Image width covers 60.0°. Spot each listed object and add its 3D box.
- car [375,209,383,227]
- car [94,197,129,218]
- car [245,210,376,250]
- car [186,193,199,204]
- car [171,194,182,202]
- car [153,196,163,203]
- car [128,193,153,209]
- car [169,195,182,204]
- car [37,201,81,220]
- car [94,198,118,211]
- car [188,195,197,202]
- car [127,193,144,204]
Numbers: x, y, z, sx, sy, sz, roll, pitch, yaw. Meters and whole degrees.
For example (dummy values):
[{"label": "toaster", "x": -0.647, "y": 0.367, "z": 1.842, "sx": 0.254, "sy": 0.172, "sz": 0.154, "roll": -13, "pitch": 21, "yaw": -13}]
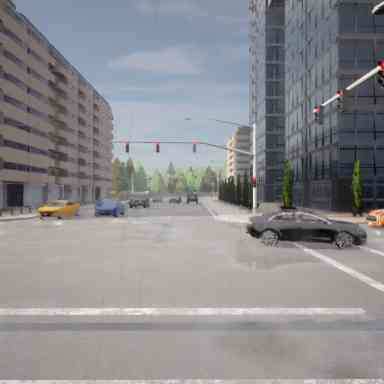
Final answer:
[{"label": "car", "x": 13.584, "y": 1.407, "z": 21.176, "sx": 4.553, "sy": 1.767, "sz": 2.097, "roll": 0, "pitch": 0, "yaw": 0}, {"label": "car", "x": -7.378, "y": 1.478, "z": 30.180, "sx": 1.882, "sy": 1.535, "sz": 5.008, "roll": 0, "pitch": 0, "yaw": 0}, {"label": "car", "x": 4.756, "y": 1.534, "z": 14.297, "sx": 4.902, "sy": 1.511, "sz": 2.128, "roll": 1, "pitch": 1, "yaw": 11}, {"label": "car", "x": 0.078, "y": 1.221, "z": 63.904, "sx": 2.150, "sy": 2.045, "sz": 5.566, "roll": 0, "pitch": 0, "yaw": 1}, {"label": "car", "x": -3.391, "y": 1.355, "z": 74.340, "sx": 2.097, "sy": 1.767, "sz": 4.553, "roll": 0, "pitch": 0, "yaw": 1}, {"label": "car", "x": -6.973, "y": 1.547, "z": 68.240, "sx": 2.033, "sy": 1.411, "sz": 5.357, "roll": 0, "pitch": 0, "yaw": 1}, {"label": "car", "x": -7.335, "y": 1.219, "z": 46.950, "sx": 2.150, "sy": 2.045, "sz": 5.566, "roll": 0, "pitch": 0, "yaw": 1}, {"label": "car", "x": -3.416, "y": 1.526, "z": 64.323, "sx": 1.812, "sy": 1.442, "sz": 4.674, "roll": 0, "pitch": 0, "yaw": 1}, {"label": "car", "x": -11.251, "y": 1.481, "z": 28.469, "sx": 1.882, "sy": 1.535, "sz": 5.008, "roll": 0, "pitch": 0, "yaw": 5}, {"label": "car", "x": -10.885, "y": 1.527, "z": 42.248, "sx": 1.812, "sy": 1.442, "sz": 4.674, "roll": 0, "pitch": 1, "yaw": 1}, {"label": "car", "x": 0.116, "y": 1.500, "z": 74.616, "sx": 1.837, "sy": 1.490, "sz": 4.892, "roll": 0, "pitch": 0, "yaw": 1}, {"label": "car", "x": -10.589, "y": 1.223, "z": 62.360, "sx": 2.150, "sy": 2.045, "sz": 5.566, "roll": 0, "pitch": 0, "yaw": 1}]
